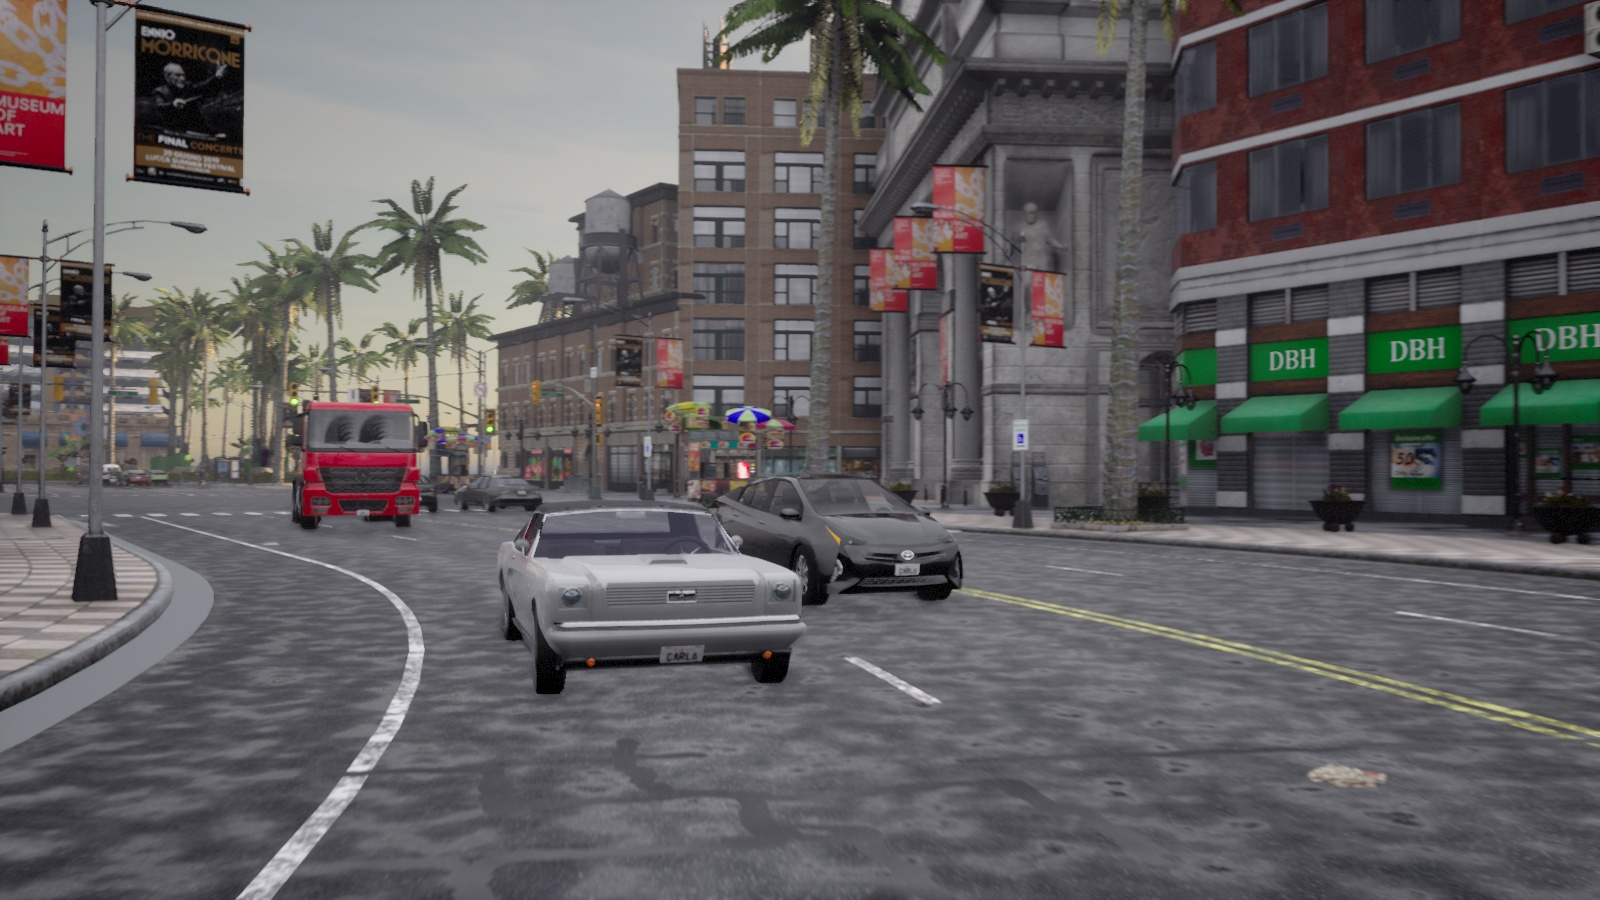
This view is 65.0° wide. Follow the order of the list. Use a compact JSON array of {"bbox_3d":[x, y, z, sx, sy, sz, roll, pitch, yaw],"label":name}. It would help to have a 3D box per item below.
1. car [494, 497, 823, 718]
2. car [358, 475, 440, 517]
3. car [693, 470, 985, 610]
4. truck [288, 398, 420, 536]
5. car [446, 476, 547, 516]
[{"bbox_3d":[-1.448,1.099,10.555,1.895,1.301,4.718,0,-1,-17],"label":"car"},{"bbox_3d":[-15.082,1.695,47.124,1.816,1.474,4.193,0,-1,-34],"label":"car"},{"bbox_3d":[0.310,1.031,16.206,2.007,1.525,4.514,0,-1,-24],"label":"car"},{"bbox_3d":[-12.909,0.500,35.884,2.891,3.462,7.936,0,-1,-24],"label":"truck"},{"bbox_3d":[-11.793,1.736,48.505,2.033,1.411,5.357,0,-1,-34],"label":"car"}]
